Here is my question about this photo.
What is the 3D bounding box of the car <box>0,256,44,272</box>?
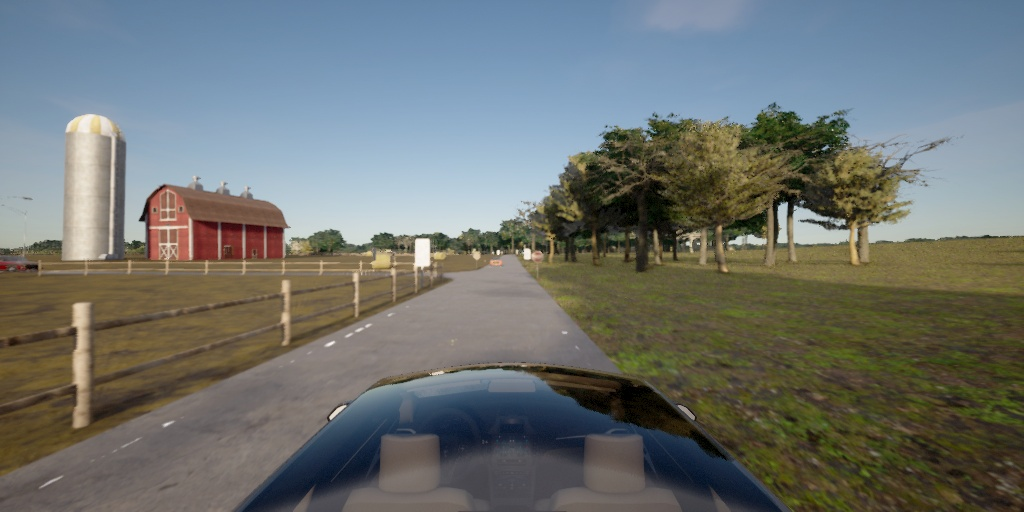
[{"bbox_3d":[-51.842,0.794,37.225,4.553,1.767,2.097,1,-1,0],"label":"car"}]

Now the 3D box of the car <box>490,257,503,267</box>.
[{"bbox_3d":[-2.746,0.931,63.115,2.097,1.767,4.553,0,0,0],"label":"car"}]
